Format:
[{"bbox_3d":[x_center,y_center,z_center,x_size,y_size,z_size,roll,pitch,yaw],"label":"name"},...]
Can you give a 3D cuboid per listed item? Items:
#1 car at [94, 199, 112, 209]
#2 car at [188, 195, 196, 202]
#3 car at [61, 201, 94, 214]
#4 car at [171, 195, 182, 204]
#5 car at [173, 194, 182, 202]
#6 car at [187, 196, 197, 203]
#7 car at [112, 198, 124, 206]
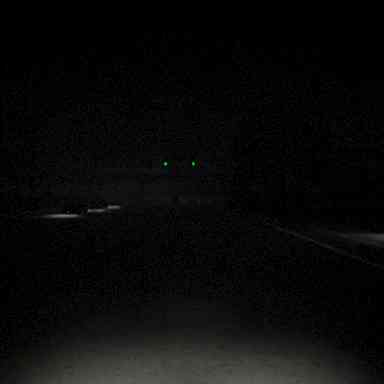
[{"bbox_3d":[-14.075,1.840,50.475,1.812,1.442,4.674,0,0,0],"label":"car"},{"bbox_3d":[0.006,1.591,82.287,1.812,1.442,4.674,0,1,0],"label":"car"},{"bbox_3d":[-14.099,1.871,40.518,2.033,1.411,5.357,0,0,0],"label":"car"},{"bbox_3d":[-3.494,1.645,71.565,1.882,1.535,5.008,0,1,0],"label":"car"},{"bbox_3d":[-3.494,1.427,81.805,2.097,1.767,4.553,0,1,0],"label":"car"},{"bbox_3d":[0.006,1.685,72.159,1.812,1.442,4.674,0,1,0],"label":"car"},{"bbox_3d":[-14.002,1.854,61.794,1.895,1.301,4.718,0,0,0],"label":"car"}]
